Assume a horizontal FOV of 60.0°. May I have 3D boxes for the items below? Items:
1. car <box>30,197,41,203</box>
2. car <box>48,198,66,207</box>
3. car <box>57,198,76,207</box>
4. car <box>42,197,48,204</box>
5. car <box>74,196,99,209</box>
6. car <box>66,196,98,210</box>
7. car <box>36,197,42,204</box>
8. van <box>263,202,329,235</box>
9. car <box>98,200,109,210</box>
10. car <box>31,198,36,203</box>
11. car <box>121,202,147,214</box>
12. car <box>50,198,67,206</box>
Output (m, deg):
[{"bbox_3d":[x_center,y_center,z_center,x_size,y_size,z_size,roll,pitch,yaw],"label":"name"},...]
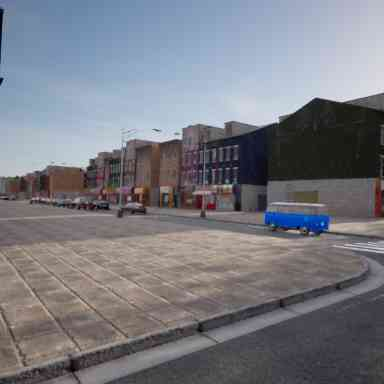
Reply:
[{"bbox_3d":[-38.634,2.012,82.053,1.802,1.307,4.206,3,-2,-36],"label":"car"},{"bbox_3d":[-20.692,1.711,52.715,2.033,1.411,5.357,3,-2,-36],"label":"car"},{"bbox_3d":[-22.629,1.844,59.895,1.887,1.381,4.507,3,-2,-36],"label":"car"},{"bbox_3d":[-29.129,1.872,68.897,1.752,1.417,4.829,3,-2,-36],"label":"car"},{"bbox_3d":[-16.221,1.578,51.036,2.192,1.841,5.009,3,-2,-36],"label":"car"},{"bbox_3d":[-14.862,1.490,44.745,2.097,1.767,4.553,3,-2,-35],"label":"car"},{"bbox_3d":[-32.233,1.953,73.190,1.802,1.307,4.206,3,-2,-36],"label":"car"},{"bbox_3d":[6.181,1.556,20.008,1.690,1.788,3.998,3,-2,-36],"label":"van"},{"bbox_3d":[-13.028,1.814,46.598,1.947,1.339,4.313,3,-2,-36],"label":"car"},{"bbox_3d":[-35.429,1.840,77.625,1.967,1.590,4.097,3,-2,-36],"label":"car"},{"bbox_3d":[-6.628,1.809,37.733,1.802,1.307,4.206,3,-2,-36],"label":"car"},{"bbox_3d":[-25.830,1.888,64.326,1.947,1.339,4.313,3,-2,-36],"label":"car"}]
